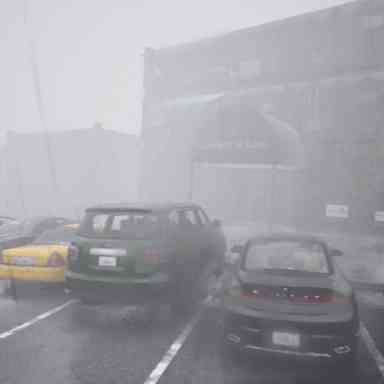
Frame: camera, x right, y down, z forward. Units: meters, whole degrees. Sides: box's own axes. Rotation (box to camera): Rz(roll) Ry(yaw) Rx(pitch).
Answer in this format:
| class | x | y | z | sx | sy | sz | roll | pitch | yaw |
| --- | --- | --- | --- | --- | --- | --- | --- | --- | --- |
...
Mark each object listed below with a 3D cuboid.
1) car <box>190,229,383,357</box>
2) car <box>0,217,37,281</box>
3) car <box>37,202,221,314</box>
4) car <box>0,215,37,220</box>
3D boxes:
| class | x | y | z | sx | sy | sz | roll | pitch | yaw |
| --- | --- | --- | --- | --- | --- | --- | --- | --- | --- |
| car | 1.736 | 1.486 | 6.208 | 2.231 | 1.521 | 4.892 | -1 | -1 | 15 |
| car | -2.988 | 1.542 | 9.791 | 1.946 | 1.575 | 5.366 | -1 | -1 | 15 |
| car | -0.645 | 1.262 | 7.947 | 2.435 | 2.045 | 5.566 | -1 | -1 | 16 |
| car | -5.428 | 1.581 | 11.317 | 2.097 | 1.535 | 5.008 | 0 | -1 | 15 |
